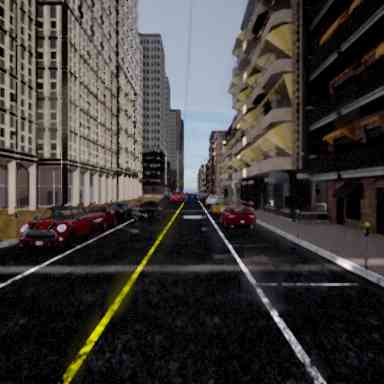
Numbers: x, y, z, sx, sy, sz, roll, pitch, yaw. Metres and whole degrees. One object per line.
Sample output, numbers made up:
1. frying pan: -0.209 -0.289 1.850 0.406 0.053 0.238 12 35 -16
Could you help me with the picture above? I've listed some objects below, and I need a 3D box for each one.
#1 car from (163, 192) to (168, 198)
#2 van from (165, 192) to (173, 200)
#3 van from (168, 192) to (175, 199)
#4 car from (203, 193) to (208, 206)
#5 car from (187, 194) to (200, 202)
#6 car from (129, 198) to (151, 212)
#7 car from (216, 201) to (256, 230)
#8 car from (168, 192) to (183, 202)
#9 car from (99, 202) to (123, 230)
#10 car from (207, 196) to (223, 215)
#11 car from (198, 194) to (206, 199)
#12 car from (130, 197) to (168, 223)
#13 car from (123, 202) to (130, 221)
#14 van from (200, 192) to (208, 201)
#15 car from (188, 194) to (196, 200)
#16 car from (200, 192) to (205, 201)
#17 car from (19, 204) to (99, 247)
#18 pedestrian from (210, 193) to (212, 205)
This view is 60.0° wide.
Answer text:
1. car: -5.666 1.236 76.513 1.947 1.339 4.313 0 0 0
2. van: -5.665 0.990 82.160 1.690 1.788 3.998 0 0 0
3. van: -5.661 0.949 93.458 1.690 1.788 3.998 0 0 0
4. car: 3.016 1.301 49.832 1.812 1.442 4.674 0 0 0
5. car: 0.032 1.090 65.073 2.097 1.767 4.553 0 0 0
6. car: -5.678 1.410 36.973 1.802 1.307 4.206 0 0 0
7. car: 2.697 1.450 20.024 1.887 1.381 4.507 0 0 0
8. car: -2.990 0.933 65.807 2.150 2.045 5.566 0 0 0
9. car: -5.683 1.487 20.027 1.802 1.307 4.206 0 0 0
10. car: 2.700 1.378 31.492 1.752 1.417 4.829 0 0 0
11. car: 2.719 1.160 93.455 2.008 1.369 4.403 0 0 0
12. car: -3.091 1.387 24.775 1.837 1.490 4.892 0 0 0
13. car: -5.682 1.444 25.676 1.947 1.339 4.313 0 0 0
14. van: 2.714 1.011 76.509 1.690 1.788 3.998 0 0 0
15. car: 0.025 1.210 79.870 1.994 1.385 4.181 0 0 0
16. car: 2.712 1.274 70.861 1.802 1.307 4.206 0 0 0
17. car: -5.685 1.371 14.379 1.967 1.590 4.097 0 0 0
18. pedestrian: 3.017 1.057 52.667 0.375 1.860 0.375 0 0 -2
